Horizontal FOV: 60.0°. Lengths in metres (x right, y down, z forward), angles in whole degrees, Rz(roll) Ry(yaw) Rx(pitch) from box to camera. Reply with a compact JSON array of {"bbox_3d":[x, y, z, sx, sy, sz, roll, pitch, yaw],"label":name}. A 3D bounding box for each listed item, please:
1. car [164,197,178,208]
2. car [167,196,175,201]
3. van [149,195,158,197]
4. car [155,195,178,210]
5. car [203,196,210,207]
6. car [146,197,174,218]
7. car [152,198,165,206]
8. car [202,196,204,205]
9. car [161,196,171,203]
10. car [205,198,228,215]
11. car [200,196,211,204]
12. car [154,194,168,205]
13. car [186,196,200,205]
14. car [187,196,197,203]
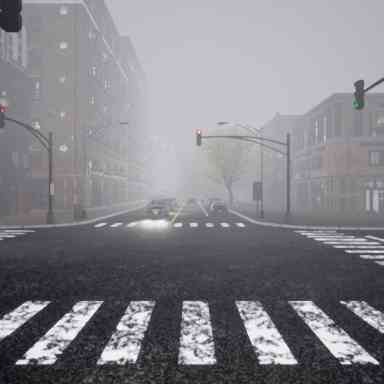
[{"bbox_3d":[-3.091,1.581,50.385,1.812,1.442,4.674,0,0,0],"label":"car"},{"bbox_3d":[-5.701,1.683,90.429,1.752,1.417,4.829,0,0,0],"label":"car"},{"bbox_3d":[-5.697,1.397,50.721,1.690,1.788,3.998,0,0,0],"label":"van"},{"bbox_3d":[-3.097,1.516,40.288,1.882,1.535,5.008,0,0,0],"label":"car"},{"bbox_3d":[2.686,1.477,39.327,1.967,1.590,4.097,0,0,0],"label":"car"},{"bbox_3d":[-3.104,1.515,30.840,2.128,1.511,4.902,0,0,0],"label":"car"},{"bbox_3d":[-5.697,1.649,56.418,1.802,1.307,4.206,0,0,0],"label":"car"},{"bbox_3d":[2.685,1.486,45.023,1.967,1.590,4.097,0,0,0],"label":"car"},{"bbox_3d":[-5.698,1.660,73.508,2.008,1.369,4.403,0,0,0],"label":"car"},{"bbox_3d":[2.686,1.579,33.630,2.008,1.369,4.403,0,0,0],"label":"car"},{"bbox_3d":[2.683,1.534,67.811,1.967,1.590,4.097,0,0,0],"label":"car"},{"bbox_3d":[-5.698,1.395,62.115,2.192,1.841,5.009,0,0,0],"label":"car"},{"bbox_3d":[-0.005,1.641,60.812,1.994,1.385,4.181,0,0,0],"label":"car"},{"bbox_3d":[-0.006,1.553,70.819,2.033,1.411,5.357,0,0,0],"label":"car"}]
